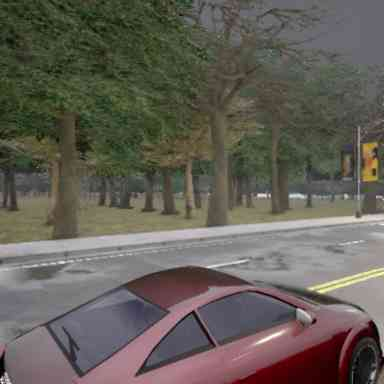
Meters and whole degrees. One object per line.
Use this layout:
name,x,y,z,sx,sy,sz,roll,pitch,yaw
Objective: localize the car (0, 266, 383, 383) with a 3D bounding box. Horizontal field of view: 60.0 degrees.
car,0.255,1.560,3.623,4.181,1.385,1.994,0,0,-36
